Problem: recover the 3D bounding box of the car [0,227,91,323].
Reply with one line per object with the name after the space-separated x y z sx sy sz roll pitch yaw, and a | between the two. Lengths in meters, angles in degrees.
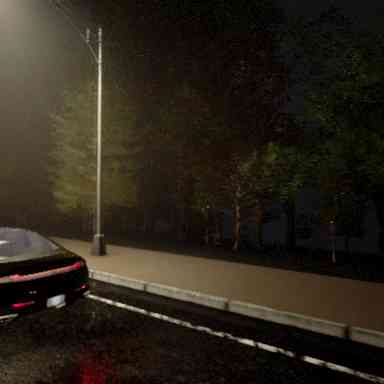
-4.083 1.456 6.517 4.902 1.511 2.128 0 0 35 | car
